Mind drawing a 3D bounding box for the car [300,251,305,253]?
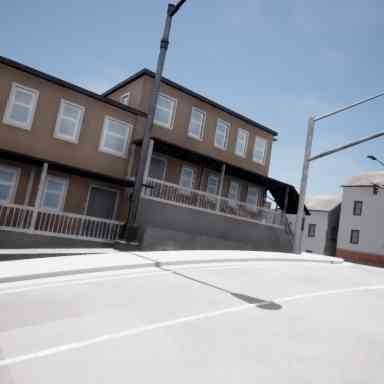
[{"bbox_3d":[9.687,6.039,30.381,1.994,1.385,4.181,14,-17,-34],"label":"car"}]
